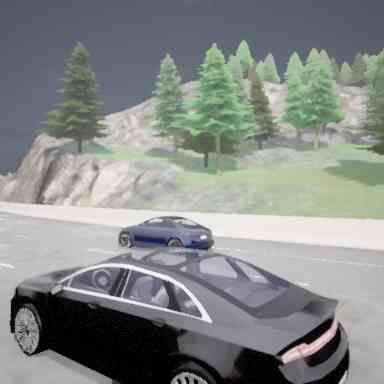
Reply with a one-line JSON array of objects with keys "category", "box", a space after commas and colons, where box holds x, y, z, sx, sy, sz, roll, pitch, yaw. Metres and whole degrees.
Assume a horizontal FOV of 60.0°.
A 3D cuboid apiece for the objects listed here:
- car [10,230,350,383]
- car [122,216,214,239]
[{"category": "car", "box": [-0.581, 1.528, 4.489, 4.902, 1.511, 2.128, 0, 0, 36]}, {"category": "car", "box": [-1.138, 1.670, 13.710, 4.181, 1.385, 1.994, 0, 0, 38]}]
